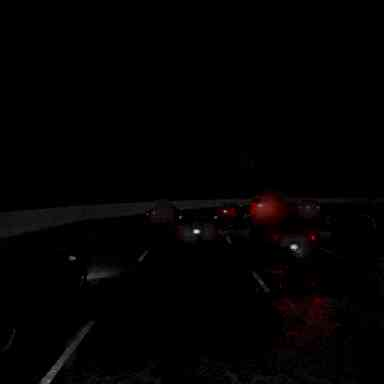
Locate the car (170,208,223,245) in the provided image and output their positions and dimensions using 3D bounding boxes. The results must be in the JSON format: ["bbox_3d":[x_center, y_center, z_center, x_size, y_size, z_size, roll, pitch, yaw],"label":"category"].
[{"bbox_3d":[0.289,1.634,15.887,1.994,1.385,4.181,0,0,3],"label":"car"}]

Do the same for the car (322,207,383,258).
[{"bbox_3d":[7.166,1.549,13.027,2.128,1.511,4.902,0,0,1],"label":"car"}]

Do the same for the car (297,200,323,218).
[{"bbox_3d":[10.811,1.486,30.395,2.097,1.767,4.553,0,0,23],"label":"car"}]

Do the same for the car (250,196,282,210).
[{"bbox_3d":[6.724,1.354,29.962,2.150,2.045,5.566,0,0,21],"label":"car"}]

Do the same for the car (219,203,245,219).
[{"bbox_3d":[3.666,1.702,31.300,1.994,1.385,4.181,0,0,21],"label":"car"}]

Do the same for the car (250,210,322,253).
[{"bbox_3d":[3.684,1.663,14.034,1.895,1.301,4.718,0,0,1],"label":"car"}]

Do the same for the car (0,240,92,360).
[{"bbox_3d":[-3.421,1.574,5.880,2.033,1.411,5.357,0,0,0],"label":"car"}]

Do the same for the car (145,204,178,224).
[{"bbox_3d":[-2.027,1.663,26.198,2.033,1.411,5.357,0,0,14],"label":"car"}]
